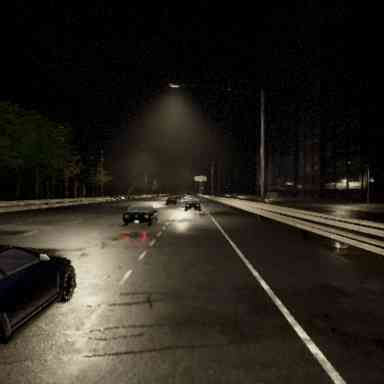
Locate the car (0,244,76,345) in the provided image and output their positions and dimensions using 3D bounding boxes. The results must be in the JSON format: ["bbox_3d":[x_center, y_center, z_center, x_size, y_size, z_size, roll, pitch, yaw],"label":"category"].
[{"bbox_3d":[-3.498,1.554,5.552,1.994,1.385,4.181,0,0,0],"label":"car"}]

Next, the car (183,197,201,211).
[{"bbox_3d":[0.083,1.618,41.352,1.895,1.301,4.718,0,0,0],"label":"car"}]

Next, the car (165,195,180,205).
[{"bbox_3d":[-3.605,1.566,59.236,1.812,1.442,4.674,0,0,0],"label":"car"}]

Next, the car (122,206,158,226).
[{"bbox_3d":[-3.500,1.593,23.256,1.895,1.301,4.718,0,0,0],"label":"car"}]

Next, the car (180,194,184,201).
[{"bbox_3d":[-3.795,1.603,89.658,1.882,1.535,5.008,0,0,0],"label":"car"}]
